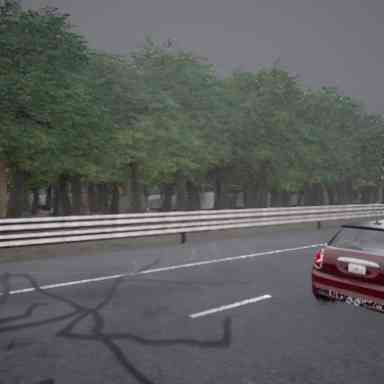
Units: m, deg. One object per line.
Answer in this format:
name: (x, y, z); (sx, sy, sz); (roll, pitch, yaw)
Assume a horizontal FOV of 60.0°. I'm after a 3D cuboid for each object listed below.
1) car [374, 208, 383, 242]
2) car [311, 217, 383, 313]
car: (11.043, 1.516, 15.924); (4.902, 1.511, 2.128); (0, 0, -36)
car: (4.611, 1.361, 7.036); (4.553, 1.767, 2.097); (0, 0, -35)
